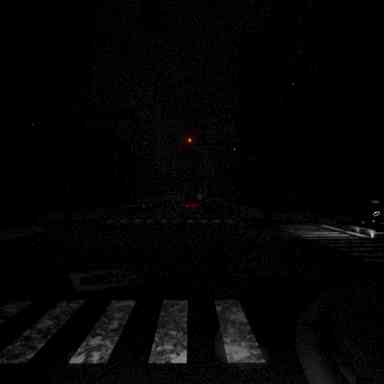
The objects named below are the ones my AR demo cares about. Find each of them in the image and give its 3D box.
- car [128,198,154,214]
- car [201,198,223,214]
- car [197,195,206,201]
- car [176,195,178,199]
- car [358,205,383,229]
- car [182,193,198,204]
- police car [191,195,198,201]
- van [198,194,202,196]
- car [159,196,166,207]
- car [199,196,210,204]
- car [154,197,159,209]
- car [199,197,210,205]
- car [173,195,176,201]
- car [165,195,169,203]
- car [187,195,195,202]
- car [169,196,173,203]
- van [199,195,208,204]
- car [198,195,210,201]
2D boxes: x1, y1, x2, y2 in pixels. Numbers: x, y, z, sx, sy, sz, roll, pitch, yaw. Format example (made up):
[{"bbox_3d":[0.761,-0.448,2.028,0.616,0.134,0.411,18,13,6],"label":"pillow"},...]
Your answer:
[{"bbox_3d":[-5.678,1.473,36.190,1.967,1.590,4.097,0,0,0],"label":"car"},{"bbox_3d":[2.347,1.599,36.176,1.947,1.339,4.313,0,0,0],"label":"car"},{"bbox_3d":[2.423,1.583,85.774,1.967,1.590,4.097,0,0,0],"label":"car"},{"bbox_3d":[-5.593,1.702,91.297,1.887,1.381,4.507,0,0,0],"label":"car"},{"bbox_3d":[12.893,1.301,20.689,4.553,1.767,2.097,0,0,0],"label":"car"},{"bbox_3d":[-0.248,1.305,63.358,2.150,2.045,5.566,0,0,0],"label":"car"},{"bbox_3d":[0.618,1.581,90.257,1.930,1.638,5.238,0,0,0],"label":"police car"},{"bbox_3d":[2.381,1.413,58.220,1.690,1.788,3.998,0,0,0],"label":"van"},{"bbox_3d":[-5.653,1.642,52.721,1.802,1.307,4.206,0,0,0],"label":"car"},{"bbox_3d":[2.364,1.632,47.199,1.802,1.307,4.206,0,0,0],"label":"car"},{"bbox_3d":[-5.669,1.481,41.700,1.967,1.590,4.097,0,0,0],"label":"car"},{"bbox_3d":[2.389,1.635,63.731,2.008,1.369,4.403,0,0,0],"label":"car"},{"bbox_3d":[-5.610,1.678,80.275,2.008,1.369,4.403,0,0,0],"label":"car"},{"bbox_3d":[-5.644,1.622,58.232,2.008,1.369,4.403,0,0,0],"label":"car"},{"bbox_3d":[-0.232,1.465,73.713,1.812,1.442,4.674,0,0,0],"label":"car"},{"bbox_3d":[-5.628,1.538,69.254,1.967,1.590,4.097,0,0,0],"label":"car"},{"bbox_3d":[2.397,1.439,69.242,1.690,1.788,3.998,0,0,0],"label":"van"},{"bbox_3d":[2.372,1.626,52.710,1.947,1.339,4.313,0,0,0],"label":"car"}]
